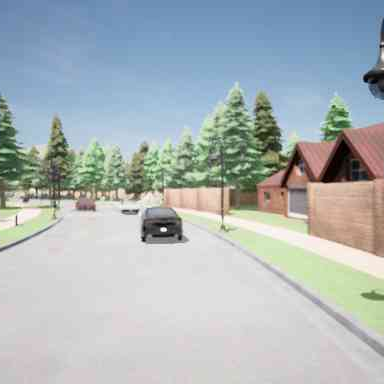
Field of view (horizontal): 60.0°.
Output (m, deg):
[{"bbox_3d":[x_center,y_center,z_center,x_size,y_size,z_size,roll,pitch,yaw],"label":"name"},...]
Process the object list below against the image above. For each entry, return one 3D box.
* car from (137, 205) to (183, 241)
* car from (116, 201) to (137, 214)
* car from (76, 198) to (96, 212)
[{"bbox_3d":[-1.648,1.450,16.645,1.882,1.535,5.008,0,0,-10],"label":"car"},{"bbox_3d":[-6.852,1.556,35.149,1.895,1.301,4.718,0,0,-21],"label":"car"},{"bbox_3d":[-12.375,1.447,38.736,1.882,1.535,5.008,0,0,-24],"label":"car"}]
